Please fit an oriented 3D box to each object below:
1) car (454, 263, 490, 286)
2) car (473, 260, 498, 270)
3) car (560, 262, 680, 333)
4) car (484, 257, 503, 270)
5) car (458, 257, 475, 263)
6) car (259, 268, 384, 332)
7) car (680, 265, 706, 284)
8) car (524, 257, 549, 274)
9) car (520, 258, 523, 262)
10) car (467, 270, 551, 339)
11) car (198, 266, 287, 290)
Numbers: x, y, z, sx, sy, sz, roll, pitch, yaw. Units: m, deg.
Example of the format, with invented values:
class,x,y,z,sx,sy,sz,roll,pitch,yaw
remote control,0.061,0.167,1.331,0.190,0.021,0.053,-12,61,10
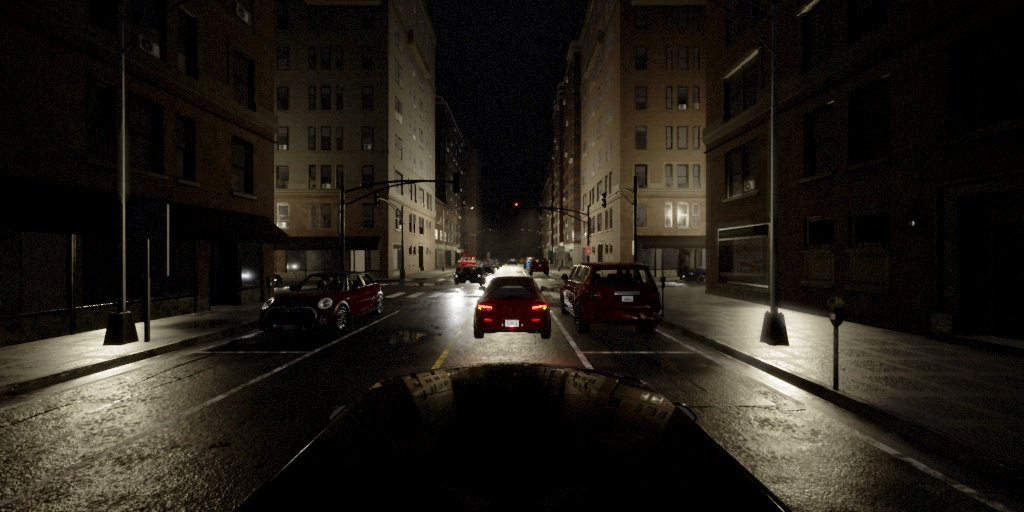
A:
class,x,y,z,sx,sy,sz,roll,pitch,yaw
car,-2.811,1.354,25.047,1.895,1.301,4.718,0,0,0
car,-2.782,1.348,38.451,1.895,1.301,4.718,0,0,0
car,2.652,1.064,10.604,2.192,1.841,5.009,0,0,0
car,-2.751,1.294,53.283,2.033,1.411,5.357,0,0,0
car,-5.342,1.062,43.178,2.192,1.841,5.009,0,0,0
car,-5.373,1.189,10.619,1.967,1.591,4.097,0,0,0
car,14.289,1.271,25.679,4.181,1.385,1.994,0,0,-1
car,2.766,1.062,37.660,2.192,1.841,5.009,0,0,0
car,2.784,1.060,54.172,2.192,1.841,5.009,0,0,0
car,0.021,1.275,9.960,1.812,1.442,4.674,0,0,1
car,-17.077,1.362,22.858,4.181,1.385,1.994,0,0,0
